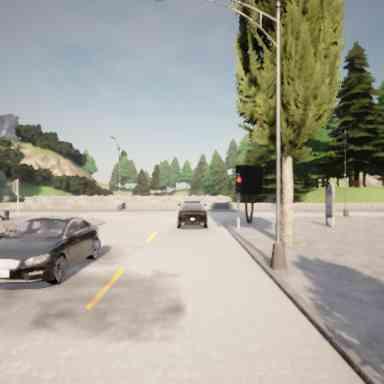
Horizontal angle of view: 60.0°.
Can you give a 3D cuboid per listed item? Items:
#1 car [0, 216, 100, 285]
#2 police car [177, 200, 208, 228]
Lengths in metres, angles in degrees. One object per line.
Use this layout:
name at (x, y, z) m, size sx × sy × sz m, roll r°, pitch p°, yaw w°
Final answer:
car at (-4.057, 1.477, 9.539) m, size 2.128 × 1.511 × 4.902 m, roll 0°, pitch 0°, yaw 0°
police car at (0.006, 1.385, 22.243) m, size 1.930 × 1.638 × 5.238 m, roll 0°, pitch 0°, yaw -1°
